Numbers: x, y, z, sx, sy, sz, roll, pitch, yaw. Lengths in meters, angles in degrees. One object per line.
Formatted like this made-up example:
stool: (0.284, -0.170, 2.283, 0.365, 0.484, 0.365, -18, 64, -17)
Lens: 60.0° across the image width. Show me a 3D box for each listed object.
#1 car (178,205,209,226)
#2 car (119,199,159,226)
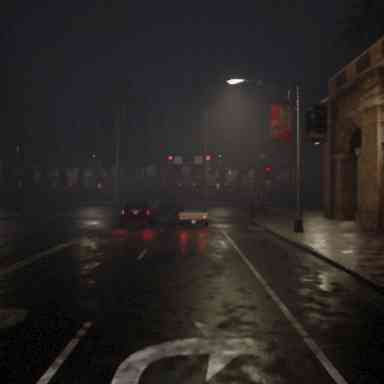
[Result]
car: (0.137, 1.513, 22.379, 1.895, 1.301, 4.718, 0, 0, 1)
car: (-3.448, 1.265, 22.480, 2.097, 1.767, 4.553, 0, 0, 0)
